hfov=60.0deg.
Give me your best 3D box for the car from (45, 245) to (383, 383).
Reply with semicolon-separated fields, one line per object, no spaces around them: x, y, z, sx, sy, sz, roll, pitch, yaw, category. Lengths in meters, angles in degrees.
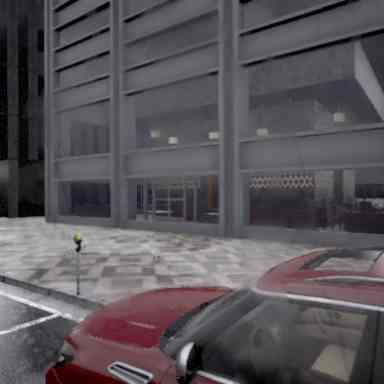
1.174;1.316;2.126;5.009;1.841;2.192;0;0;35;car
